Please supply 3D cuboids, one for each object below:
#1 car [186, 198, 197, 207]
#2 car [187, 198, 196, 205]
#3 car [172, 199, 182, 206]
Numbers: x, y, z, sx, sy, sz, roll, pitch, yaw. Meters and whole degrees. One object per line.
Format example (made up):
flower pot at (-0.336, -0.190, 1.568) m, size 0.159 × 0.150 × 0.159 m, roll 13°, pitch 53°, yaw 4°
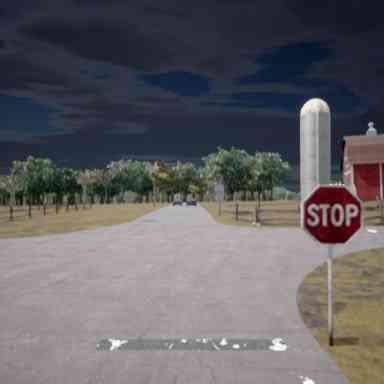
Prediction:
car at (-0.083, 1.896, 61.022) m, size 1.837 × 1.490 × 4.892 m, roll 0°, pitch -1°, yaw 0°
car at (-0.097, 2.064, 71.452) m, size 1.994 × 1.385 × 4.181 m, roll 0°, pitch -1°, yaw 0°
car at (-2.839, 2.004, 65.627) m, size 2.033 × 1.411 × 5.357 m, roll 0°, pitch -1°, yaw 0°
